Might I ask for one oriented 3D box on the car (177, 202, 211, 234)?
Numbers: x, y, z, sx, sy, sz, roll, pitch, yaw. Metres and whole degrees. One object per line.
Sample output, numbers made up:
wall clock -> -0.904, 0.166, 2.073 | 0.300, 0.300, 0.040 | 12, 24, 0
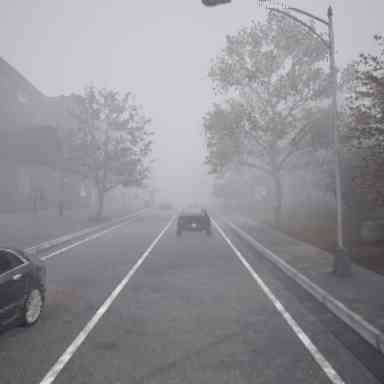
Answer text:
car -> 0.114, 1.633, 20.211 | 1.882, 1.535, 5.008 | 0, 0, 0

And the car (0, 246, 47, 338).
car -> -3.597, 1.538, 4.283 | 1.837, 1.490, 4.892 | 0, 0, 0

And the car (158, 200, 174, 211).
car -> -3.554, 1.831, 46.104 | 1.882, 1.535, 5.008 | 0, 0, 0
